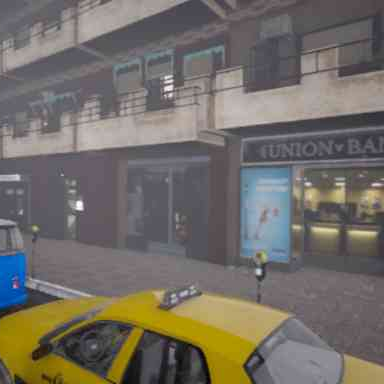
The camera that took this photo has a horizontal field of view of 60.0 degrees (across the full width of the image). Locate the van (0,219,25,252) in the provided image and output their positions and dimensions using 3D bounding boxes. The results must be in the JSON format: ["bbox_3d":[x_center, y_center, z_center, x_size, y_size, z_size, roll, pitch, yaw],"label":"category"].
[{"bbox_3d":[-4.805,1.318,6.287,3.998,1.788,1.690,0,1,36],"label":"van"}]

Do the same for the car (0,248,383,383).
[{"bbox_3d":[-0.314,1.519,3.086,4.829,1.417,1.752,0,1,36],"label":"car"}]
